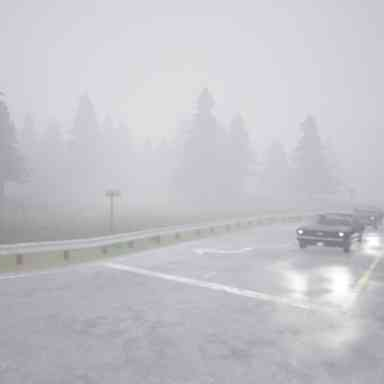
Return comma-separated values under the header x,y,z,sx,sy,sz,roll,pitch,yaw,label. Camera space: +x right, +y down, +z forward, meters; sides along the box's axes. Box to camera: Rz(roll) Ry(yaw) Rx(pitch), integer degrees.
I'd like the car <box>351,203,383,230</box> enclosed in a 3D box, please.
x,y,z,sx,sy,sz,roll,pitch,yaw,label
11.201,1.602,21.675,1.895,1.301,4.718,0,0,35,car

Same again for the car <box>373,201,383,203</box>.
x,y,z,sx,sy,sz,roll,pitch,yaw,label
17.150,1.535,30.163,1.812,1.442,4.674,0,0,36,car

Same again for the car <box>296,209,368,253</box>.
x,y,z,sx,sy,sz,roll,pitch,yaw,label
5.927,1.595,14.017,1.895,1.301,4.718,0,0,35,car
